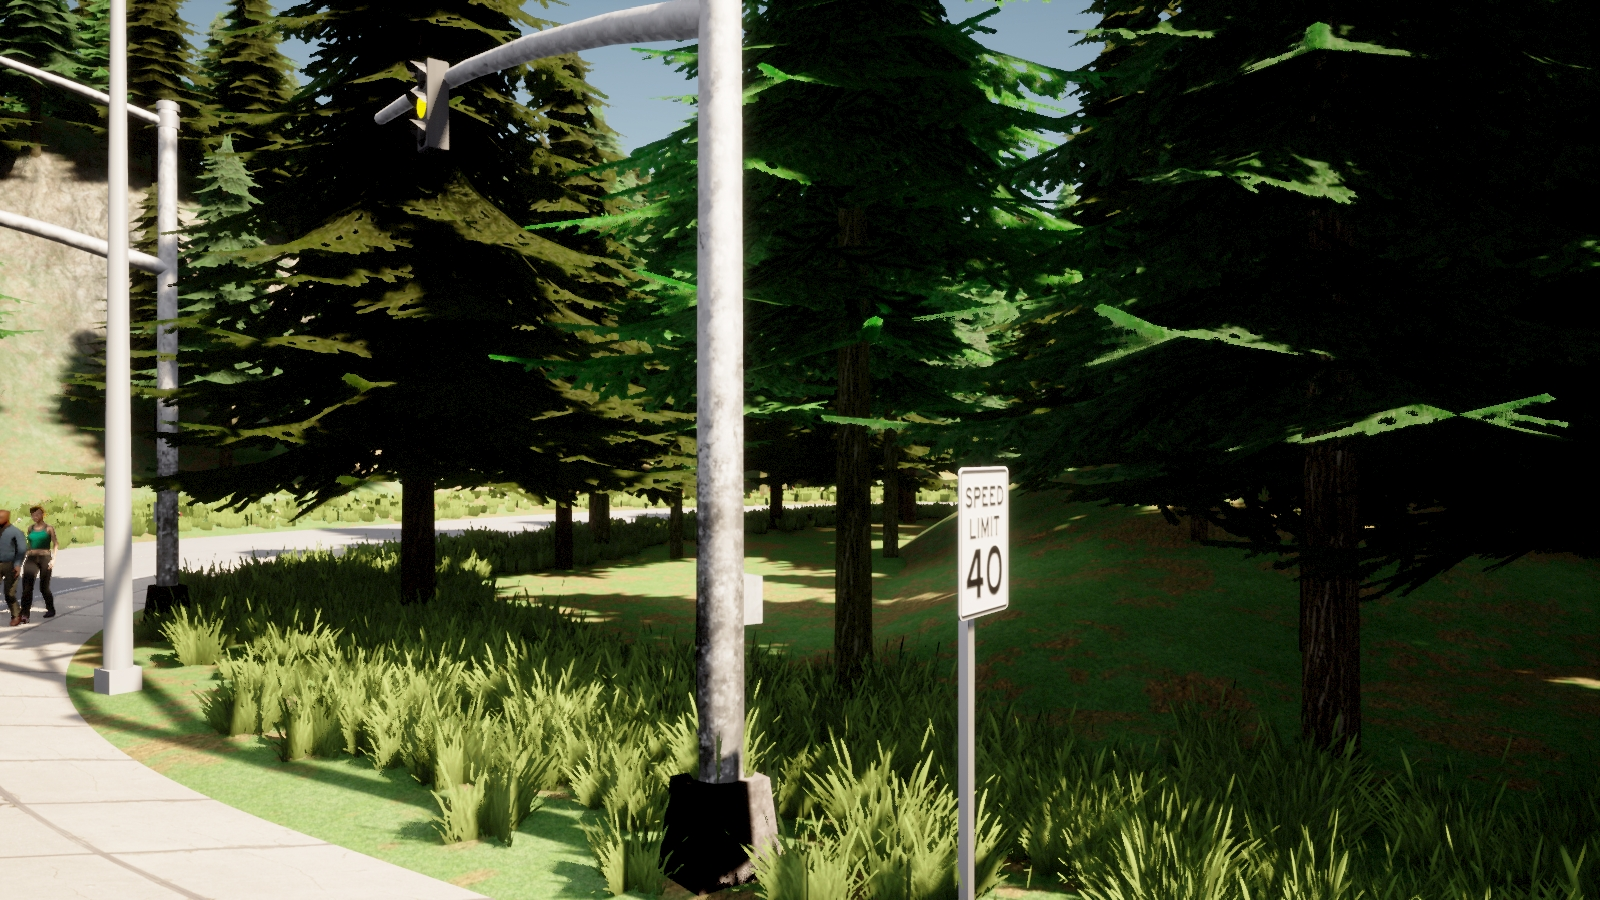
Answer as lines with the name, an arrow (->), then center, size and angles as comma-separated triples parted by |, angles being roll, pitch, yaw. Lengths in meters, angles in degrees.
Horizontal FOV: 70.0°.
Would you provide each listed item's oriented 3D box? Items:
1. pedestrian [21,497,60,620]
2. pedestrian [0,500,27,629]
pedestrian -> -11.720, 1.668, 17.634 | 0.375, 1.860, 0.375 | 0, 0, -4
pedestrian -> -11.668, 1.668, 16.782 | 0.375, 1.860, 0.375 | 0, 0, -6
